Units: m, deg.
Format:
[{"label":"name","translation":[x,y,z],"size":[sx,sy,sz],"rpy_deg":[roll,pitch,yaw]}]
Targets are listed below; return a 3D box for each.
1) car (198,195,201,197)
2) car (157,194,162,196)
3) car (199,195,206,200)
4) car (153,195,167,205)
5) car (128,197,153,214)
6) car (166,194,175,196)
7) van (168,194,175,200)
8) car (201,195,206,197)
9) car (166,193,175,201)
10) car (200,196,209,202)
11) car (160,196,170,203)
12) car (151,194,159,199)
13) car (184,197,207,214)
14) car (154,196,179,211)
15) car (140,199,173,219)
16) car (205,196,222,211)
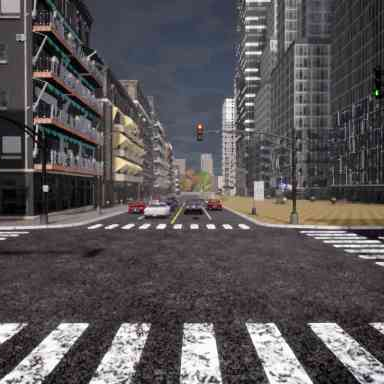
[{"label":"car","translation":[0.205,1.564,59.210],"size":[1.994,1.385,4.181],"rpy_deg":[0,0,0]},{"label":"car","translation":[-5.610,1.312,52.329],"size":[2.192,1.841,5.009],"rpy_deg":[-1,0,0]},{"label":"car","translation":[2.812,1.535,92.084],"size":[1.752,1.417,4.829],"rpy_deg":[-1,0,0]},{"label":"car","translation":[-5.598,1.439,57.977],"size":[1.967,1.590,4.097],"rpy_deg":[-1,0,0]},{"label":"car","translation":[-5.637,1.540,35.382],"size":[1.887,1.381,4.507],"rpy_deg":[-1,0,0]},{"label":"car","translation":[-2.999,1.502,49.671],"size":[1.837,1.490,4.892],"rpy_deg":[0,0,0]},{"label":"van","translation":[-5.538,1.351,91.870],"size":[1.690,1.788,3.998],"rpy_deg":[-1,0,0]},{"label":"car","translation":[2.761,1.551,63.668],"size":[2.008,1.369,4.403],"rpy_deg":[-1,0,0]},{"label":"car","translation":[-5.549,1.322,86.222],"size":[2.192,1.841,5.009],"rpy_deg":[-1,0,0]},{"label":"car","translation":[2.781,1.548,74.967],"size":[1.887,1.381,4.507],"rpy_deg":[-1,0,0]},{"label":"car","translation":[-5.576,1.584,69.276],"size":[1.802,1.307,4.206],"rpy_deg":[-1,0,0]},{"label":"car","translation":[-5.629,1.436,41.031],"size":[1.967,1.590,4.097],"rpy_deg":[-1,0,0]},{"label":"car","translation":[0.169,1.543,35.274],"size":[2.033,1.411,5.357],"rpy_deg":[0,0,0]},{"label":"car","translation":[-3.017,1.560,39.490],"size":[1.994,1.385,4.181],"rpy_deg":[0,0,1]},{"label":"car","translation":[-3.047,1.597,29.430],"size":[1.895,1.301,4.718],"rpy_deg":[0,0,0]},{"label":"car","translation":[2.720,1.541,41.073],"size":[1.887,1.381,4.507],"rpy_deg":[-1,0,0]}]
